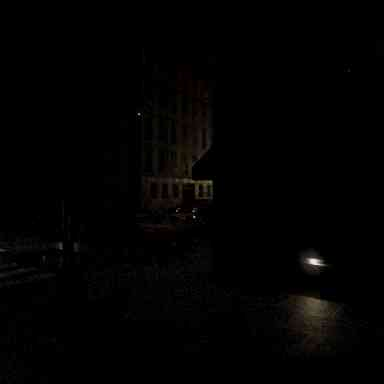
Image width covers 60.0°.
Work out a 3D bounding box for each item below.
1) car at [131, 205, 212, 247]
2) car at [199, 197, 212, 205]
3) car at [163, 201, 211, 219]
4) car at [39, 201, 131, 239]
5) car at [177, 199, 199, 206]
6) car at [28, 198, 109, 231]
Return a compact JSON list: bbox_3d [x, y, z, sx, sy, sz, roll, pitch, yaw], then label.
[{"bbox_3d":[-0.308,1.530,15.136,1.752,1.417,4.829,0,0,36],"label":"car"},{"bbox_3d":[2.896,1.314,19.618,2.192,1.841,5.009,0,0,36],"label":"car"},{"bbox_3d":[-0.330,1.521,28.912,1.947,1.339,4.313,0,0,36],"label":"car"},{"bbox_3d":[-5.159,1.457,17.779,1.882,1.535,5.008,0,0,34],"label":"car"},{"bbox_3d":[0.676,1.321,25.948,2.097,1.767,4.553,0,0,35],"label":"car"},{"bbox_3d":[-6.931,1.282,19.670,2.192,1.841,5.009,0,0,36],"label":"car"}]
